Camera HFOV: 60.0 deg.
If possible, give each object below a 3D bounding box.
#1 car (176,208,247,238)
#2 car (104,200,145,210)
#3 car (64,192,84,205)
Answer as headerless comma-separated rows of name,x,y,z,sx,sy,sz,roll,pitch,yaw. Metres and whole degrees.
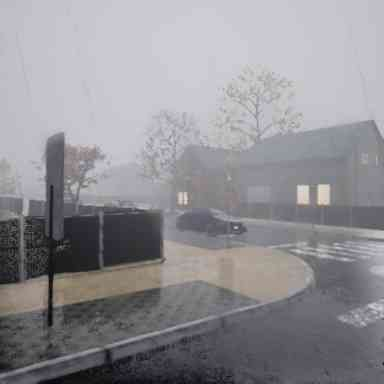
car,0.922,1.524,17.607,1.994,1.385,4.181,1,0,-37
car,-5.332,1.401,25.874,2.128,1.511,4.902,1,0,-37
car,-13.971,1.064,37.325,2.150,2.045,5.566,1,-1,-37
